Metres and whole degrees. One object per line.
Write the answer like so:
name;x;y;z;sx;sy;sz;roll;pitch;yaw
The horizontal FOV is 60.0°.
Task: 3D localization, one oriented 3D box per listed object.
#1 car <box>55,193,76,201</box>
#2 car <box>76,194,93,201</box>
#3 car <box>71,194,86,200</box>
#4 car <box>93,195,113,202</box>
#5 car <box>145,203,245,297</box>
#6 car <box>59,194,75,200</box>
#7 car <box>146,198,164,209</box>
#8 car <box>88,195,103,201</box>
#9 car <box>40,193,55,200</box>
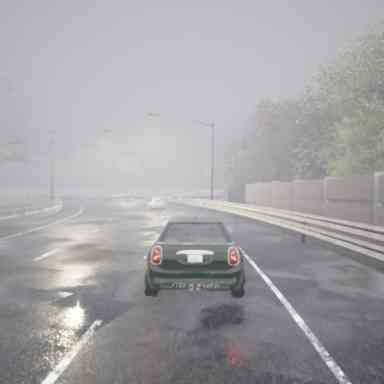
car;-27.730;1.086;72.656;2.097;1.767;4.553;1;0;-37
car;-24.455;1.310;74.102;2.033;1.411;5.357;1;0;-37
car;-29.151;1.275;85.377;1.994;1.385;4.181;1;0;-44
car;-19.012;1.372;72.380;2.033;1.411;5.357;1;0;-35
car;0.066;1.359;8.824;2.097;1.767;4.553;1;0;0
car;-30.980;1.198;82.182;1.837;1.490;4.892;1;0;-44
car;-4.501;1.509;41.175;1.812;1.442;4.674;1;0;-16
car;-22.450;1.348;77.280;1.994;1.385;4.181;1;0;-37
car;-34.390;1.136;80.740;1.882;1.535;5.008;1;0;-44
